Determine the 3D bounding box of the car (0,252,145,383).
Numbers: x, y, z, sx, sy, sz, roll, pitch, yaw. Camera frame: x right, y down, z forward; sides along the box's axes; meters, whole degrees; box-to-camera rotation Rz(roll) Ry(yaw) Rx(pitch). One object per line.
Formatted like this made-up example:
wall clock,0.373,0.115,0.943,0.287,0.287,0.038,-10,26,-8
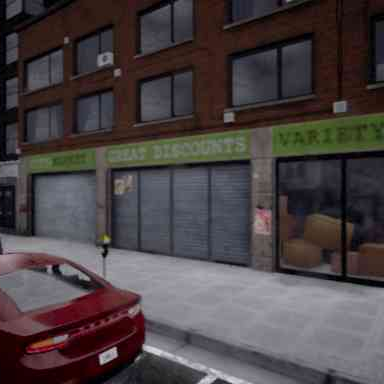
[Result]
car,-2.676,1.548,4.718,4.507,1.381,1.887,0,0,35
